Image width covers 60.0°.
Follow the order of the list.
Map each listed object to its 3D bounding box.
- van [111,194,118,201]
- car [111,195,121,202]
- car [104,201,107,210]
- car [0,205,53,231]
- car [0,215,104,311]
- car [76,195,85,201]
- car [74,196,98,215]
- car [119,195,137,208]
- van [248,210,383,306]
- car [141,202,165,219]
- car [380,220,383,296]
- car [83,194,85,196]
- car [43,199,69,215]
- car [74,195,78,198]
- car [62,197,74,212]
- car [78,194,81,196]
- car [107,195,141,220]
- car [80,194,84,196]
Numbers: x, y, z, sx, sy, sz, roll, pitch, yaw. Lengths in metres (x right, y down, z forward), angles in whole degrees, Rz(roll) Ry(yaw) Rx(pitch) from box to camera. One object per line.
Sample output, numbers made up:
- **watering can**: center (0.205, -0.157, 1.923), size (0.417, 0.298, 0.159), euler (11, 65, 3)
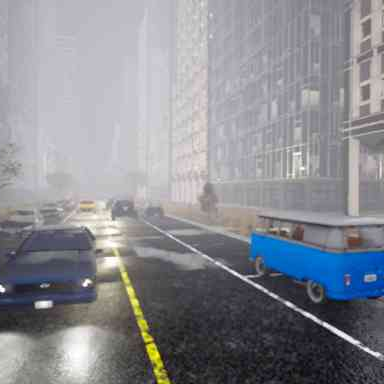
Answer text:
- **van**: center (-19.657, 1.442, 84.349), size (1.690, 1.788, 3.998), euler (0, 0, -16)
- **car**: center (-18.051, 1.537, 78.898), size (1.967, 1.590, 4.097), euler (0, 0, -16)
- **car**: center (-10.322, 1.556, 43.481), size (1.837, 1.490, 4.892), euler (0, -1, -16)
- **car**: center (-8.419, 1.544, 16.558), size (2.008, 1.369, 4.403), euler (0, 0, -16)
- **car**: center (-3.266, 1.550, 8.287), size (2.033, 1.411, 5.357), euler (0, 0, -16)
- **car**: center (-29.302, 1.488, 87.434), size (1.967, 1.590, 4.097), euler (0, 0, -16)
- **car**: center (-10.954, 1.504, 34.712), size (1.882, 1.535, 5.008), euler (0, 0, -16)
- **car**: center (-10.019, 1.392, 51.638), size (2.192, 1.841, 5.009), euler (0, 0, -16)
- **van**: center (2.832, 1.381, 8.023), size (1.690, 1.788, 3.998), euler (0, 0, -16)
- **car**: center (-3.592, 1.610, 29.830), size (2.008, 1.369, 4.403), euler (0, 0, -16)
- **car**: center (4.439, 1.350, 2.571), size (2.192, 1.841, 5.009), euler (0, 0, -16)
- **car**: center (-26.089, 1.592, 76.530), size (2.008, 1.369, 4.403), euler (0, 0, -16)
- **car**: center (-11.631, 1.554, 27.462), size (2.008, 1.369, 4.403), euler (0, 0, -16)
- **car**: center (-16.451, 1.457, 43.818), size (1.967, 1.590, 4.097), euler (0, 0, -16)
- **car**: center (-14.844, 1.594, 38.366), size (1.802, 1.307, 4.206), euler (0, 0, -16)
- **car**: center (-19.615, 1.551, 54.559), size (1.752, 1.417, 4.829), euler (0, 0, -16)
- **car**: center (-5.887, 1.392, 28.421), size (2.097, 1.767, 4.553), euler (0, 0, -16)
- **car**: center (-22.876, 1.599, 65.626), size (1.947, 1.339, 4.313), euler (0, 0, -16)
